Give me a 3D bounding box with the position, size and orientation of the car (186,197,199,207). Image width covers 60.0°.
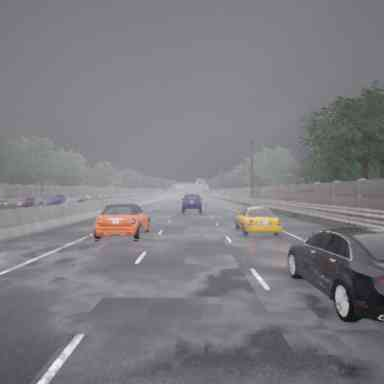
[{"bbox_3d":[0.097,1.528,53.371,1.882,1.535,5.008,0,0,0],"label":"car"}]

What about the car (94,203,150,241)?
[{"bbox_3d":[-3.401,1.358,16.933,2.097,1.767,4.553,0,0,0],"label":"car"}]

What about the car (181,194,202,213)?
[{"bbox_3d":[-0.005,1.252,37.830,2.150,2.045,5.566,0,0,0],"label":"car"}]

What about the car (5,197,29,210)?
[{"bbox_3d":[-21.008,1.389,41.067,2.097,1.767,4.553,0,0,0],"label":"car"}]

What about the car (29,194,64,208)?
[{"bbox_3d":[-17.504,1.257,41.376,2.150,2.045,5.566,0,0,0],"label":"car"}]

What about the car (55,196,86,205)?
[{"bbox_3d":[-14.021,1.514,39.653,1.882,1.535,5.008,0,0,0],"label":"car"}]

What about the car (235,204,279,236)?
[{"bbox_3d":[3.499,1.463,18.374,1.801,1.575,5.366,0,0,0],"label":"car"}]

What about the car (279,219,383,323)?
[{"bbox_3d":[3.499,1.504,7.182,1.837,1.490,4.892,0,0,0],"label":"car"}]

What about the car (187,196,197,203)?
[{"bbox_3d":[-0.002,1.602,73.602,2.033,1.411,5.357,0,0,0],"label":"car"}]
